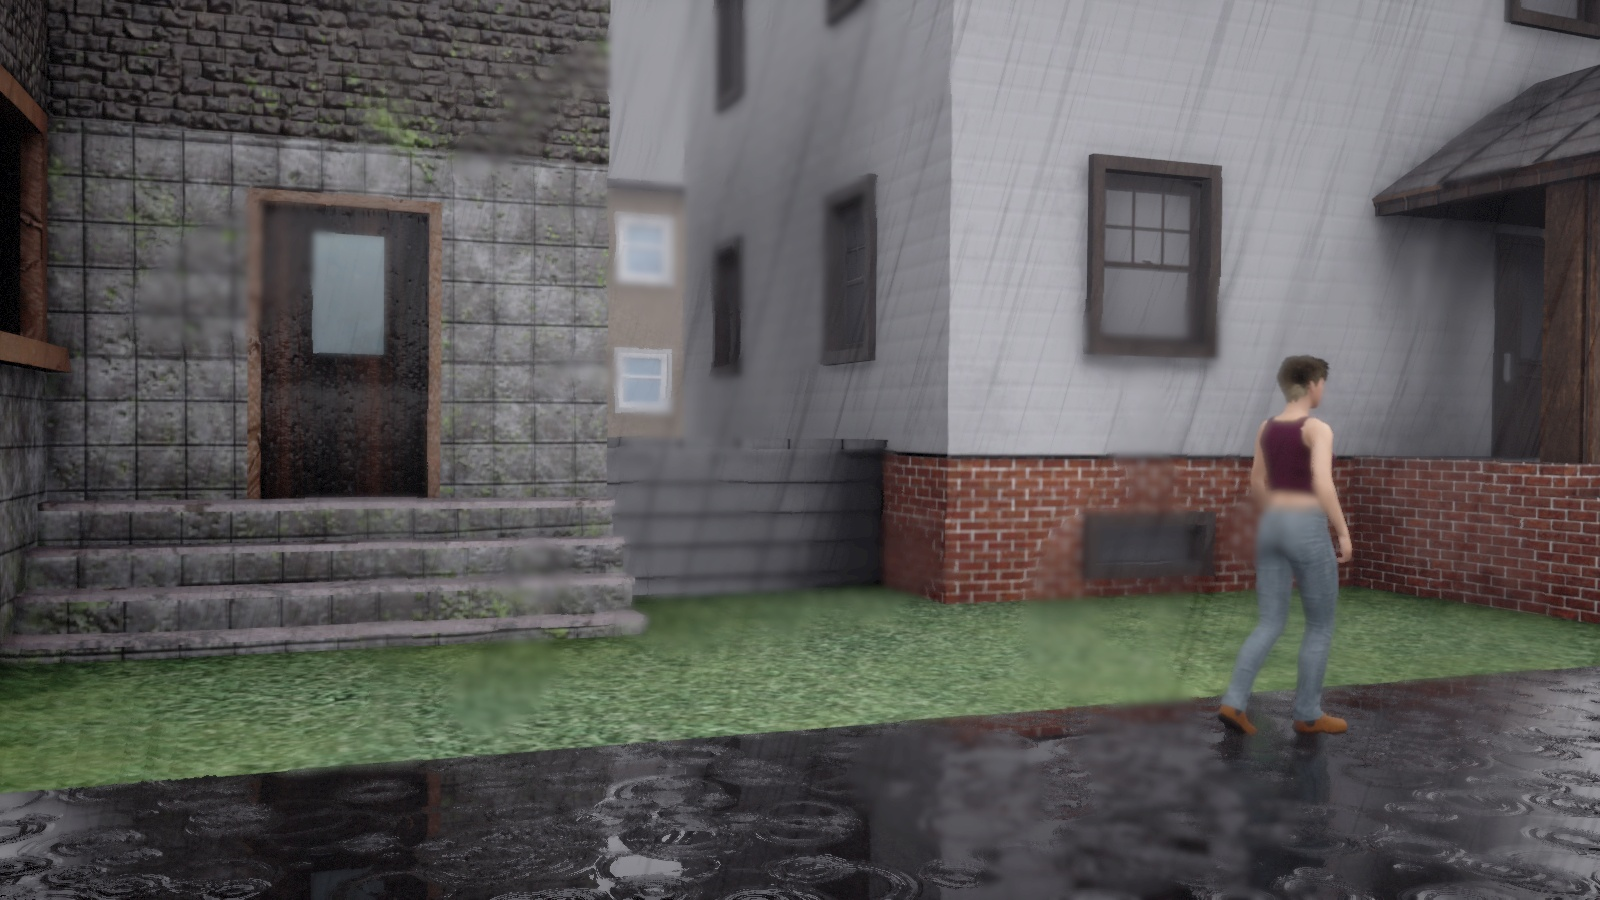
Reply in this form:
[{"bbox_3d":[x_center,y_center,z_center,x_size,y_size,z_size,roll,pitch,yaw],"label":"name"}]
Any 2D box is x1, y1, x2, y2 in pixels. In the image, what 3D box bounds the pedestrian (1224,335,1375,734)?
[{"bbox_3d":[2.396,0.384,6.033,0.594,1.836,0.345,-1,1,-22],"label":"pedestrian"}]
